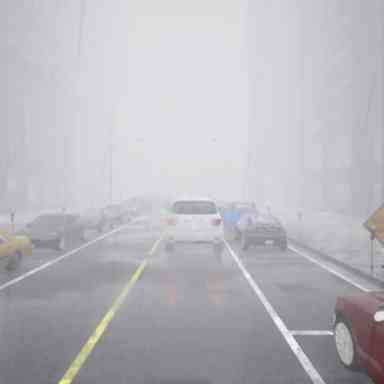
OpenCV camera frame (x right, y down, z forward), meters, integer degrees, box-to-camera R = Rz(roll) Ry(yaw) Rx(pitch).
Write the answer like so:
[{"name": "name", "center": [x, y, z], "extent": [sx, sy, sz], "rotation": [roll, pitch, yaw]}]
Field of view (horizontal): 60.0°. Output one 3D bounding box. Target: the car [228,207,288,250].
[{"name": "car", "center": [2.756, 1.562, 14.065], "extent": [2.008, 1.369, 4.403], "rotation": [0, 0, 0]}]

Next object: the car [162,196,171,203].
[{"name": "car", "center": [-5.791, 1.657, 76.047], "extent": [1.887, 1.381, 4.507], "rotation": [0, 0, 0]}]

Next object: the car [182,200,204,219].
[{"name": "car", "center": [0.076, 1.535, 30.392], "extent": [1.837, 1.490, 4.892], "rotation": [0, 0, 0]}]

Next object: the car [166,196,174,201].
[{"name": "car", "center": [-5.796, 1.705, 87.320], "extent": [1.947, 1.339, 4.313], "rotation": [0, 0, 0]}]

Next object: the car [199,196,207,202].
[{"name": "car", "center": [2.731, 1.652, 81.870], "extent": [1.752, 1.417, 4.829], "rotation": [0, 0, 0]}]

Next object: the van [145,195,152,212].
[{"name": "van", "center": [-5.778, 1.380, 36.592], "extent": [1.690, 1.788, 3.998], "rotation": [0, 0, 0]}]

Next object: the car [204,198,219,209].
[{"name": "car", "center": [2.744, 1.602, 47.882], "extent": [1.887, 1.381, 4.507], "rotation": [0, 0, 0]}]

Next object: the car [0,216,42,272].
[{"name": "car", "center": [-5.767, 1.531, 8.238], "extent": [1.752, 1.417, 4.829], "rotation": [0, 0, 0]}]

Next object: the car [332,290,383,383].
[{"name": "car", "center": [2.760, 1.547, 2.793], "extent": [1.887, 1.381, 4.507], "rotation": [0, 0, 0]}]

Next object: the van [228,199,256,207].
[{"name": "van", "center": [2.754, 1.358, 19.701], "extent": [1.690, 1.788, 3.998], "rotation": [0, 0, 0]}]

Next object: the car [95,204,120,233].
[{"name": "car", "center": [-5.771, 1.598, 19.682], "extent": [1.802, 1.307, 4.206], "rotation": [0, 0, 0]}]

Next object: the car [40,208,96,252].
[{"name": "car", "center": [-5.769, 1.577, 14.045], "extent": [1.947, 1.339, 4.313], "rotation": [0, 0, 0]}]

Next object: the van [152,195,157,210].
[{"name": "van", "center": [-5.780, 1.389, 42.228], "extent": [1.690, 1.788, 3.998], "rotation": [0, 0, 0]}]

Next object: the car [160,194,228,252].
[{"name": "car", "center": [0.079, 1.231, 14.136], "extent": [2.150, 2.045, 5.566], "rotation": [0, 0, 0]}]

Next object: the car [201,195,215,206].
[{"name": "car", "center": [2.739, 1.392, 59.155], "extent": [2.192, 1.841, 5.009], "rotation": [0, 0, 0]}]

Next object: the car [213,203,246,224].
[{"name": "car", "center": [2.752, 1.574, 25.338], "extent": [2.008, 1.369, 4.403], "rotation": [0, 0, 0]}]

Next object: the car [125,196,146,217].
[{"name": "car", "center": [-5.775, 1.471, 30.955], "extent": [1.967, 1.590, 4.097], "rotation": [0, 0, 0]}]

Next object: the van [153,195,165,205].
[{"name": "van", "center": [-5.786, 1.418, 59.137], "extent": [1.690, 1.788, 3.998], "rotation": [0, 0, 0]}]

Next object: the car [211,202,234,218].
[{"name": "car", "center": [2.750, 1.613, 30.974], "extent": [1.802, 1.307, 4.206], "rotation": [0, 0, 0]}]

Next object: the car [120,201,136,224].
[{"name": "car", "center": [-5.773, 1.589, 25.318], "extent": [1.947, 1.339, 4.313], "rotation": [0, 0, 0]}]

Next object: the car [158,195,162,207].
[{"name": "car", "center": [-3.102, 1.404, 45.875], "extent": [2.097, 1.767, 4.553], "rotation": [0, 0, 0]}]

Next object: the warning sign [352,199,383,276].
[{"name": "warning sign", "center": [5.066, 1.122, 8.649], "extent": [1.300, 1.860, 1.060], "rotation": [0, 0, 0]}]

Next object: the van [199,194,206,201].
[{"name": "van", "center": [2.729, 1.481, 87.336], "extent": [1.690, 1.788, 3.998], "rotation": [0, 0, 0]}]

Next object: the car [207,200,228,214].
[{"name": "car", "center": [2.748, 1.590, 36.610], "extent": [2.008, 1.369, 4.403], "rotation": [0, 0, 0]}]
